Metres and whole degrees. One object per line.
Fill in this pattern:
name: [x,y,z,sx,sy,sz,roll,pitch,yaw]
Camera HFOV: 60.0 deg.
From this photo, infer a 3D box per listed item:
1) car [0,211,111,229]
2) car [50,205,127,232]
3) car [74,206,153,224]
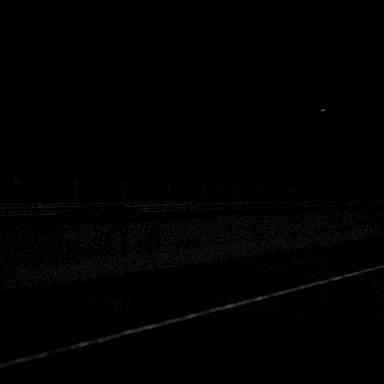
car: [-5.822,1.589,12.778,4.718,1.301,1.895,1,0,-36]
car: [-6.467,1.573,20.963,4.181,1.385,1.994,1,0,-36]
car: [-4.485,1.522,18.076,4.892,1.490,1.837,1,0,-36]
